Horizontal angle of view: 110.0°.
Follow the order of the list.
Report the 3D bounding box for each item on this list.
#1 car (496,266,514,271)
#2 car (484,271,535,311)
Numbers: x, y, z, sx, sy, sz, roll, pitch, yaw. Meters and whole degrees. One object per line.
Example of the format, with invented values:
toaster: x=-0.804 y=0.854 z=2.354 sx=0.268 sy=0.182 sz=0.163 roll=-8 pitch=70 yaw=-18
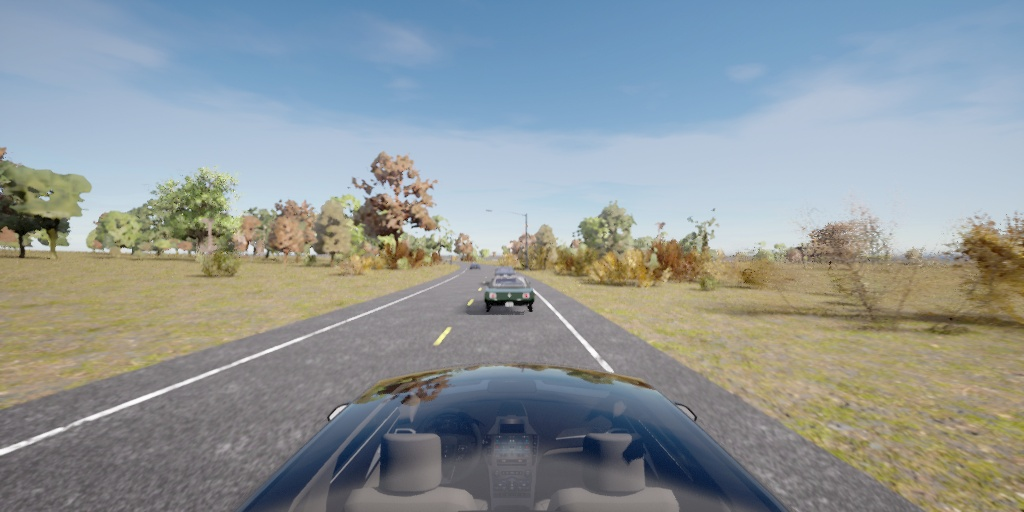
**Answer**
car: x=-0.589 y=1.564 z=29.461 sx=2.033 sy=1.411 sz=5.357 roll=0 pitch=-1 yaw=-2
car: x=-0.121 y=1.482 z=15.151 sx=1.895 sy=1.301 sz=4.718 roll=0 pitch=-1 yaw=-1
